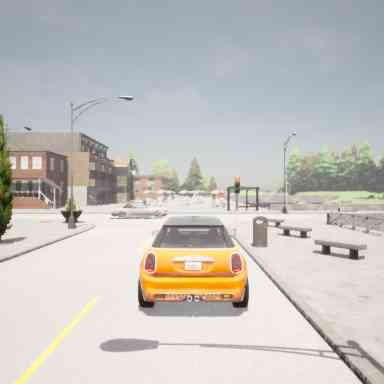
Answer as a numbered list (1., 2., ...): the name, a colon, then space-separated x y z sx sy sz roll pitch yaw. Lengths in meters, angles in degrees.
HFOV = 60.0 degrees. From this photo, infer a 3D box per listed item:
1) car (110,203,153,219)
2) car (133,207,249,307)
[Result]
1. car: -4.375 1.601 28.061 4.718 1.301 1.895 0 0 0
2. car: 0.043 1.352 8.119 2.097 1.767 4.553 0 0 1
